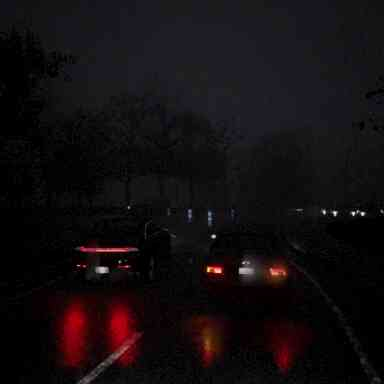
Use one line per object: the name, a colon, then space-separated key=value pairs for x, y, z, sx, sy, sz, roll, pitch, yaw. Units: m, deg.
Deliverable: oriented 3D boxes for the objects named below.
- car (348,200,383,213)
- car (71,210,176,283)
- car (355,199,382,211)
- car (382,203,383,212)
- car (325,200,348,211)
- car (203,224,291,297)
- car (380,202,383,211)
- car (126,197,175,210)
car: x=23.901 y=2.050 z=45.344 sx=5.357 sy=1.411 sz=2.033 roll=2 pitch=-1 yaw=-38
car: x=-1.781 y=1.492 z=9.692 sx=2.128 sy=1.511 sz=4.902 roll=0 pitch=0 yaw=4
car: x=28.210 y=2.135 z=53.186 sx=4.553 sy=1.767 sz=2.097 roll=2 pitch=-2 yaw=-39
car: x=31.129 y=2.380 z=51.055 sx=4.181 sy=1.385 sz=1.994 roll=3 pitch=-2 yaw=-38
car: x=21.036 y=1.950 z=47.549 sx=5.008 sy=1.535 sz=1.882 roll=2 pitch=-1 yaw=-38
car: x=1.419 y=1.547 z=8.780 sx=2.033 sy=1.411 sz=5.357 roll=0 pitch=0 yaw=9
car: x=35.361 y=2.600 z=58.808 sx=4.892 sy=1.490 sz=1.837 roll=3 pitch=-2 yaw=-38
car: x=-3.875 y=1.351 z=30.900 sx=4.553 sy=1.767 sz=2.097 roll=0 pitch=0 yaw=-12
